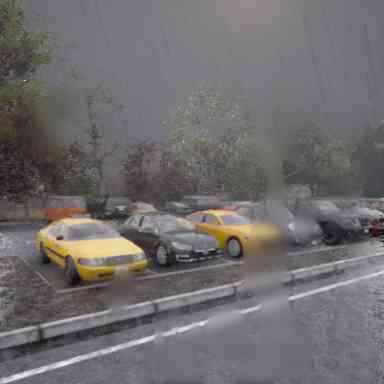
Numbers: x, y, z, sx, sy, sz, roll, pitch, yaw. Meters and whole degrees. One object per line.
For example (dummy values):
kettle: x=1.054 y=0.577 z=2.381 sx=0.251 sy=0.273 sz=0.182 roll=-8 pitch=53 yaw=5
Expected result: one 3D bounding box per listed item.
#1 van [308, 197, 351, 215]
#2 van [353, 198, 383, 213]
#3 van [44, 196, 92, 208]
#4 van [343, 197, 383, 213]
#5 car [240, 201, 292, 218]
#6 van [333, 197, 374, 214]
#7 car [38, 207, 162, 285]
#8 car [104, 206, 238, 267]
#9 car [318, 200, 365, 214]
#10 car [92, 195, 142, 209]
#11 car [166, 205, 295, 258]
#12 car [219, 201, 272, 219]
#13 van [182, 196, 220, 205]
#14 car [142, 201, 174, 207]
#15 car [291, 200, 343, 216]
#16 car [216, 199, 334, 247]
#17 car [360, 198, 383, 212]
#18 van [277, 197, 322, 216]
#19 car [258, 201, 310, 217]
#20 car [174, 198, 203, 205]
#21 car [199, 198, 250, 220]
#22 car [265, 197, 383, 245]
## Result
van: x=16.464 y=1.594 z=39.921 sx=1.878 sy=1.987 sz=4.442 roll=1 pitch=-1 yaw=-35
van: x=25.234 y=1.832 z=46.459 sx=1.878 sy=1.987 sz=4.442 roll=2 pitch=-1 yaw=-35
van: x=-8.580 y=1.244 z=22.356 sx=1.878 sy=1.987 sz=4.442 roll=0 pitch=0 yaw=-35
van: x=23.081 y=1.757 z=44.924 sx=1.878 sy=1.987 sz=4.442 roll=2 pitch=-1 yaw=-35
car: x=7.375 y=1.684 z=33.579 sx=2.097 sy=1.535 sz=5.008 roll=1 pitch=-1 yaw=-35
van: x=20.853 y=1.675 z=43.050 sx=1.878 sy=1.987 sz=4.442 roll=1 pitch=-1 yaw=-35
car: x=-3.151 y=1.456 z=9.791 sx=1.946 sy=1.575 sz=5.366 roll=0 pitch=0 yaw=-35
car: x=-1.007 y=1.470 z=11.553 sx=2.231 sy=1.521 sz=4.892 roll=0 pitch=0 yaw=-35
car: x=18.646 y=1.853 z=41.626 sx=2.097 sy=1.535 sz=5.008 roll=1 pitch=-1 yaw=-35
car: x=-6.173 y=1.237 z=23.962 sx=2.435 sy=2.045 sz=5.566 roll=0 pitch=0 yaw=-35
car: x=1.249 y=1.487 z=13.163 sx=2.097 sy=1.535 sz=5.008 roll=1 pitch=0 yaw=-35
car: x=5.017 y=1.648 z=31.898 sx=2.097 sy=1.535 sz=5.008 roll=1 pitch=-1 yaw=-35
van: x=0.540 y=1.356 z=28.856 sx=1.878 sy=1.987 sz=4.442 roll=1 pitch=-1 yaw=-35
car: x=-3.797 y=1.513 z=25.394 sx=1.946 sy=1.575 sz=5.366 roll=1 pitch=0 yaw=-35
car: x=14.247 y=1.783 z=38.257 sx=1.946 sy=1.575 sz=5.366 roll=1 pitch=0 yaw=-36
car: x=3.497 y=1.389 z=14.796 sx=2.185 sy=1.767 sz=4.553 roll=1 pitch=-1 yaw=-35
car: x=27.574 y=1.885 z=47.949 sx=2.435 sy=2.045 sz=5.566 roll=2 pitch=-1 yaw=-35
van: x=11.818 y=1.526 z=36.896 sx=1.878 sy=1.987 sz=4.442 roll=1 pitch=-1 yaw=-35
car: x=9.631 y=1.719 z=35.186 sx=2.231 sy=1.521 sz=4.892 roll=1 pitch=-1 yaw=-35
car: x=-1.647 y=1.549 z=27.146 sx=2.231 sy=1.521 sz=4.892 roll=1 pitch=-1 yaw=-35
car: x=2.880 y=1.491 z=30.342 sx=2.185 sy=1.767 sz=4.553 roll=1 pitch=-1 yaw=-35
car: x=5.790 y=1.294 z=16.357 sx=2.435 sy=2.045 sz=5.566 roll=1 pitch=-1 yaw=-35
